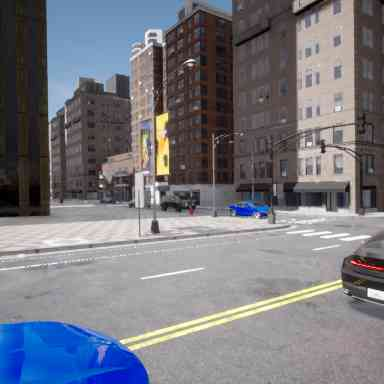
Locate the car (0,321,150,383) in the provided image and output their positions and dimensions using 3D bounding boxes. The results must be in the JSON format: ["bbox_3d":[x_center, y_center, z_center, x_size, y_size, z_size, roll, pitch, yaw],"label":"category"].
[{"bbox_3d":[-2.568,1.478,1.609,5.008,1.535,1.882,0,0,-35],"label":"car"}]

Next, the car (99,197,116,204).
[{"bbox_3d":[-17.179,1.741,67.590,2.033,1.411,5.357,-1,0,-35],"label":"car"}]

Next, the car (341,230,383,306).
[{"bbox_3d":[5.123,1.504,7.097,4.892,1.490,1.837,0,0,-36],"label":"car"}]

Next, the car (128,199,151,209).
[{"bbox_3d":[-7.753,1.694,48.665,1.812,1.442,4.674,-1,0,-35],"label":"car"}]

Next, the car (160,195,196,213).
[{"bbox_3d":[-1.785,1.355,40.159,2.150,2.045,5.566,-1,0,-35],"label":"car"}]

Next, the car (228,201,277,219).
[{"bbox_3d":[5.352,1.569,29.874,1.882,1.535,5.008,-1,0,-33],"label":"car"}]
